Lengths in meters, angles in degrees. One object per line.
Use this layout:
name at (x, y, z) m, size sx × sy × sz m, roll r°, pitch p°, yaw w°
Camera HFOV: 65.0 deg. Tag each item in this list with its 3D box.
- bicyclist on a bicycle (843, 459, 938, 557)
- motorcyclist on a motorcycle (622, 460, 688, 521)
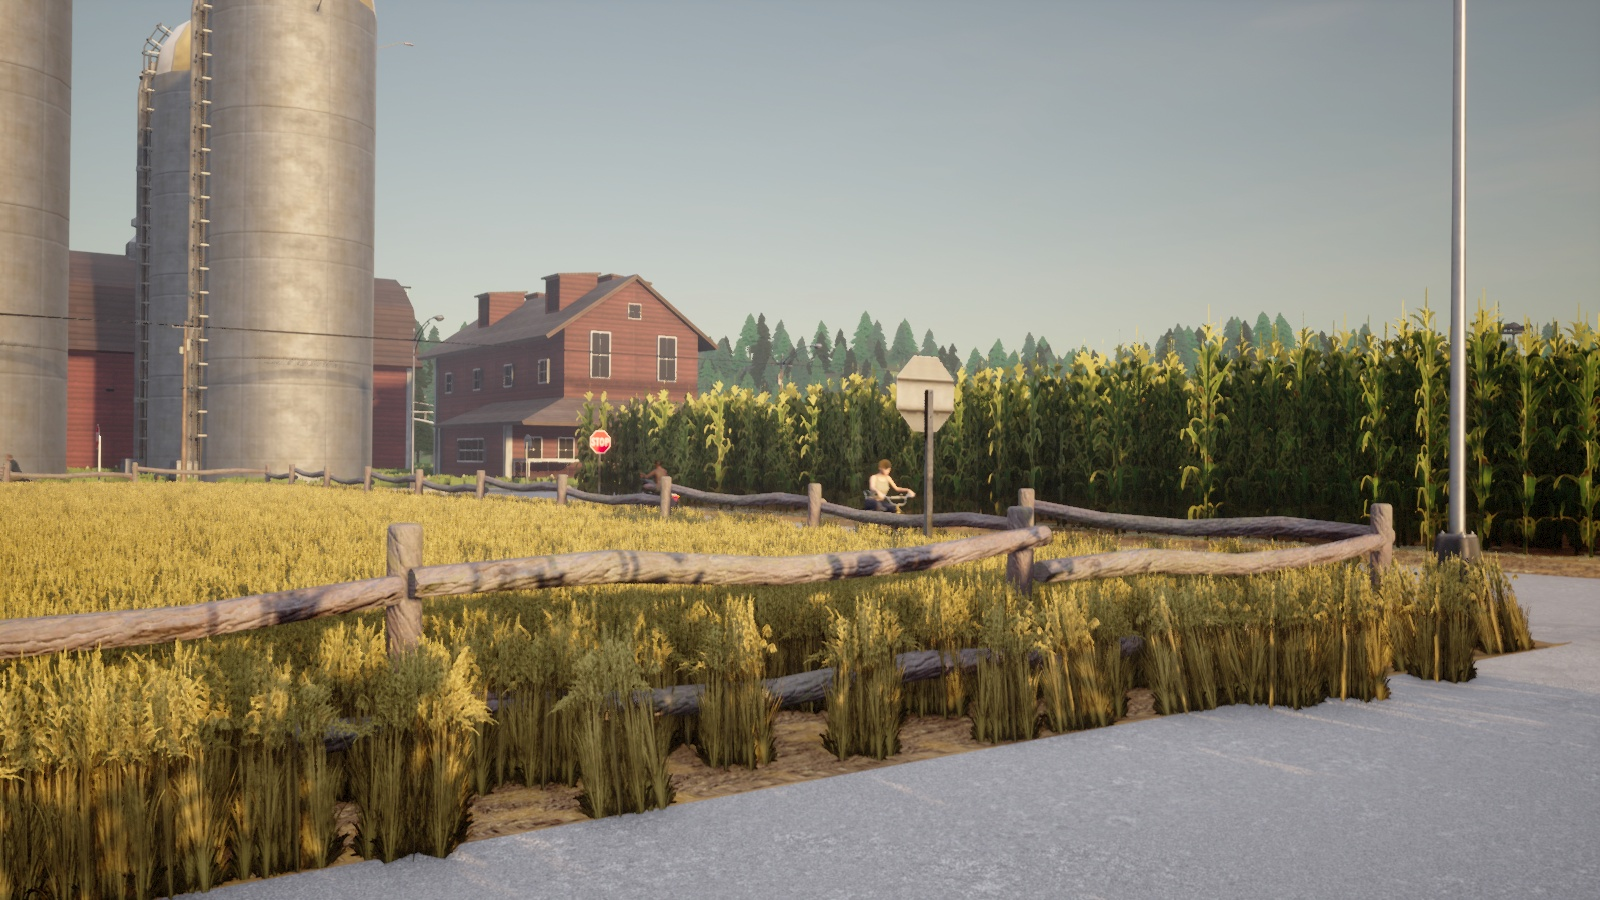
bicyclist on a bicycle at (1.530, 0.963, 21.413) m, size 0.866 × 1.612 × 1.509 m, roll 1°, pitch -1°, yaw -35°
motorcyclist on a motorcycle at (-4.035, 1.101, 34.745) m, size 0.766 × 1.649 × 2.350 m, roll 1°, pitch -1°, yaw -35°
